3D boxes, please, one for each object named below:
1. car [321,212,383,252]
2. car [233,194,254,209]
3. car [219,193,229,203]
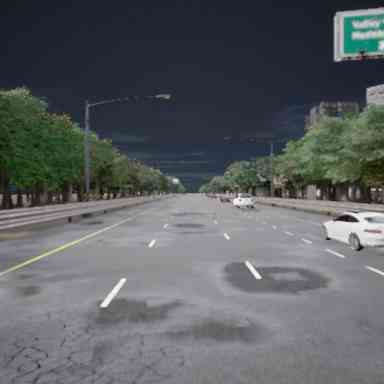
[{"bbox_3d":[7.003,1.535,13.808,1.812,1.442,4.674,0,0,0],"label":"car"},{"bbox_3d":[7.013,1.231,45.494,2.150,2.045,5.566,0,0,0],"label":"car"},{"bbox_3d":[7.030,1.551,72.551,1.812,1.442,4.674,0,0,0],"label":"car"}]
